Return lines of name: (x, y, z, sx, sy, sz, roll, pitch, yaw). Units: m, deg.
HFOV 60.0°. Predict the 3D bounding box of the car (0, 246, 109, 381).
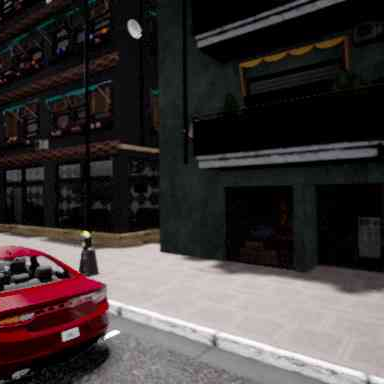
car: (-3.235, 1.520, 5.195, 4.507, 1.381, 1.887, 0, -1, 35)
